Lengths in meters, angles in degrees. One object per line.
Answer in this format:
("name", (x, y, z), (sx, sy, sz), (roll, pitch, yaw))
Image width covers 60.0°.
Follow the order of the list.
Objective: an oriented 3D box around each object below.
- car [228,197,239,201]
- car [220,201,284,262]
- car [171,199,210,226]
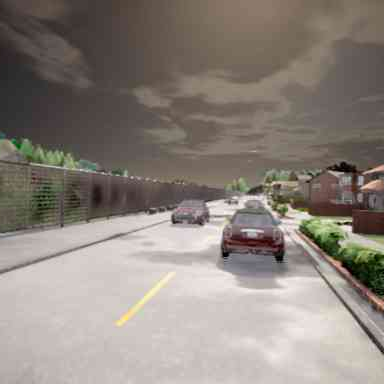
("car", (8.220, 1.716, 66.061), (2.128, 1.511, 4.902), (2, 0, 11))
("car", (2.347, 1.419, 12.852), (2.097, 1.767, 4.553), (2, 0, 11))
("car", (0.001, 1.312, 23.106), (2.097, 1.767, 4.553), (2, 0, 11))
